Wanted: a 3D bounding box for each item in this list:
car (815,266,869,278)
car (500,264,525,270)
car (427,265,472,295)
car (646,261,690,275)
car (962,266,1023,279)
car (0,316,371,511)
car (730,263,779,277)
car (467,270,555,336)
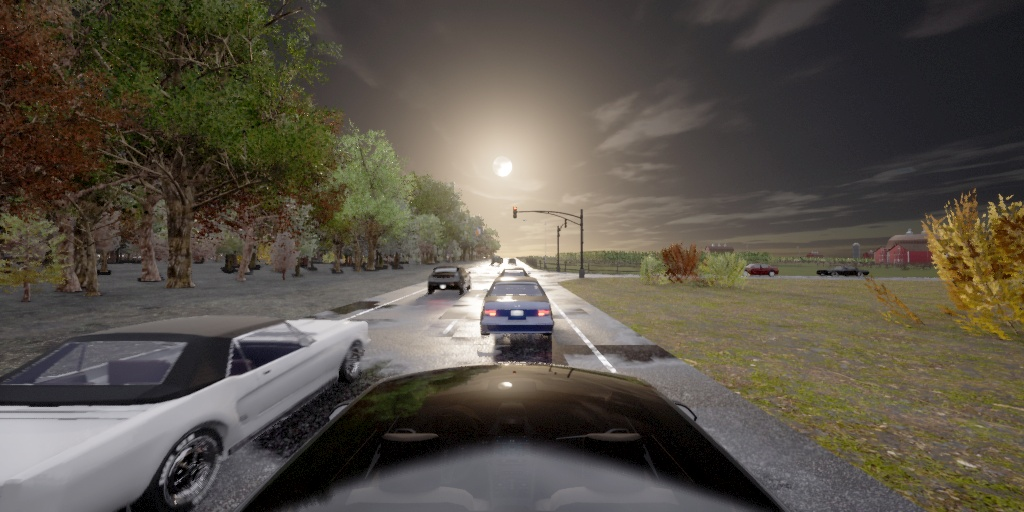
[{"bbox_3d":[38.275,1.826,41.651,4.718,1.301,1.895,1,-1,1],"label":"car"},{"bbox_3d":[0.114,1.318,19.629,1.994,1.385,4.181,0,0,0],"label":"car"},{"bbox_3d":[-3.391,1.258,19.990,1.837,1.490,4.892,0,0,0],"label":"car"},{"bbox_3d":[18.101,1.357,41.782,4.553,1.767,2.097,1,-1,1],"label":"car"},{"bbox_3d":[51.435,1.909,37.956,4.718,1.301,1.895,1,-1,1],"label":"car"},{"bbox_3d":[-3.398,1.351,4.162,1.895,1.301,4.718,0,0,0],"label":"car"},{"bbox_3d":[28.132,1.592,41.704,5.008,1.535,1.882,1,-1,0],"label":"car"},{"bbox_3d":[0.105,1.300,10.387,2.033,1.411,5.357,0,0,0],"label":"car"}]
